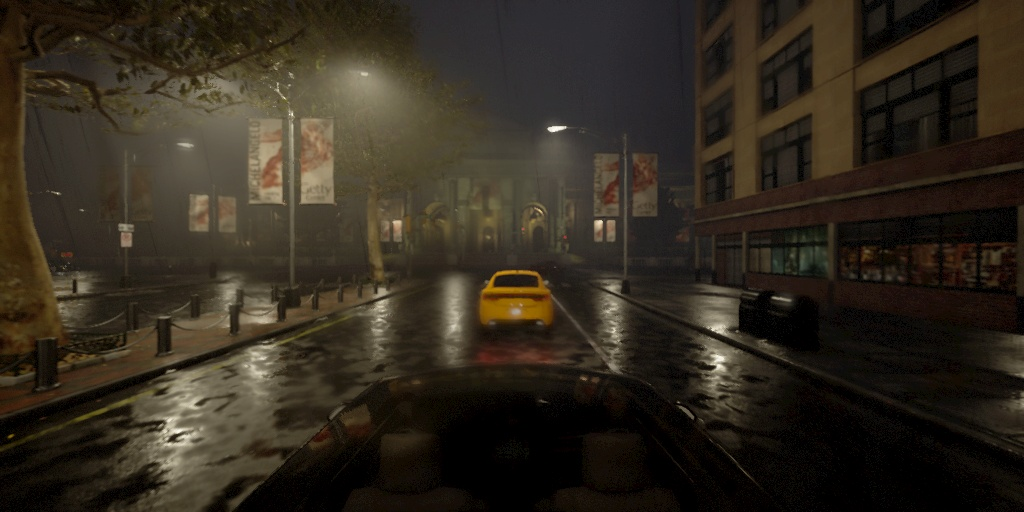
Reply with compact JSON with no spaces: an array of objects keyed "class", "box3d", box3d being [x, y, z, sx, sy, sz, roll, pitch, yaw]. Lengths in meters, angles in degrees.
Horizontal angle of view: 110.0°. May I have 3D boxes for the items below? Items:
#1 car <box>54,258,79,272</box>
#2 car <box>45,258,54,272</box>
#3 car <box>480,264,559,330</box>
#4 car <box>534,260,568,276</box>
[{"class":"car","box3d":[-50.447,0.988,39.182,4.892,1.490,1.837,0,0,0]},{"class":"car","box3d":[-49.386,1.013,35.636,4.892,1.490,1.837,0,0,0]},{"class":"car","box3d":[0.151,1.167,10.949,1.882,1.535,5.008,0,0,1]},{"class":"car","box3d":[3.189,1.083,31.407,1.812,1.442,4.674,-1,0,35]}]
